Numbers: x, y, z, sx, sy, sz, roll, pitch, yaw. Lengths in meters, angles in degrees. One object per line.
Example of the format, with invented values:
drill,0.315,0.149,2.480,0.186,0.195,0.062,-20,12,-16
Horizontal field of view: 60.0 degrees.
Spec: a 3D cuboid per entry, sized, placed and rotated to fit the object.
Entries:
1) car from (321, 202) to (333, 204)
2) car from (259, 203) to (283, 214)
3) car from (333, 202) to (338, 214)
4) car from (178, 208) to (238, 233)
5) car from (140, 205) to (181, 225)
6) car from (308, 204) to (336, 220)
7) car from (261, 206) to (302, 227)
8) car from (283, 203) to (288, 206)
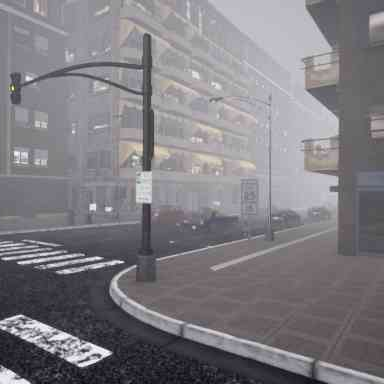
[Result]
car,17.807,2.493,46.512,1.895,1.301,4.718,0,-1,35
car,10.556,2.326,46.188,1.887,1.381,4.507,-1,-1,35
car,20.719,2.458,46.245,1.752,1.417,4.829,-1,-2,35
car,1.397,1.985,22.897,1.895,1.301,4.718,0,-1,35
car,-2.393,1.820,27.551,1.967,1.590,4.097,-1,-1,35
car,14.147,2.295,36.784,1.947,1.339,4.313,-1,-2,35
car,7.671,2.095,27.463,1.947,1.339,4.313,-1,-2,35
car,13.697,2.403,50.709,1.752,1.417,4.829,-1,-1,35
